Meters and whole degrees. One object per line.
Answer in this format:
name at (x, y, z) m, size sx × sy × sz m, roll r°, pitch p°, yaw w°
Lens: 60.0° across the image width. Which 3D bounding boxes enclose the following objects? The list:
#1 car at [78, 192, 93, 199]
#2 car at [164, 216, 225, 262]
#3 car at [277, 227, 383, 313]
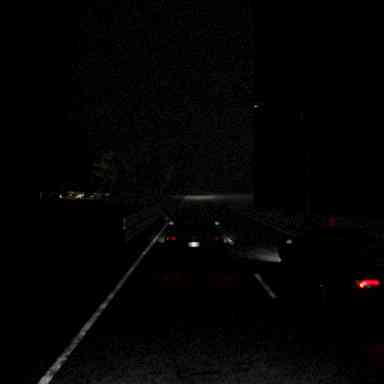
car at (-26.879, 0.868, 83.722) m, size 4.553 × 1.767 × 2.097 m, roll 1°, pitch 1°, yaw 44°
car at (0.078, 1.564, 12.131) m, size 1.994 × 1.385 × 4.181 m, roll 0°, pitch 0°, yaw 0°
car at (3.541, 1.548, 7.927) m, size 2.033 × 1.411 × 5.357 m, roll 0°, pitch 0°, yaw 1°
